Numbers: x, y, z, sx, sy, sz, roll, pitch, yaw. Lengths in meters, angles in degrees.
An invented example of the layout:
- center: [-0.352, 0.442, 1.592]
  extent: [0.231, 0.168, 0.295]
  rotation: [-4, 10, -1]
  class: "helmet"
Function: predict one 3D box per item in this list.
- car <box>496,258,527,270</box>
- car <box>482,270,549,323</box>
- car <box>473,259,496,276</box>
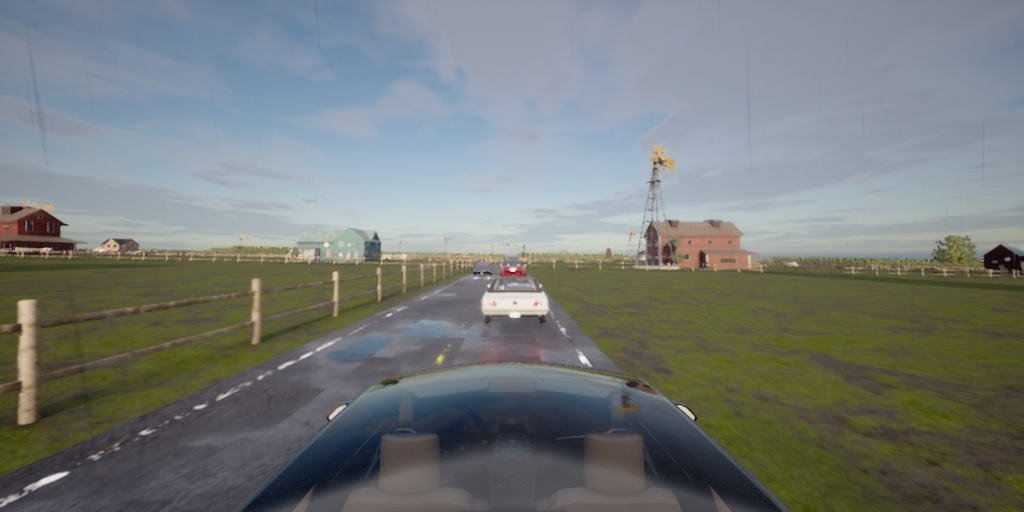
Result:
- center: [0.093, 1.068, 28.649]
  extent: [2.097, 1.767, 4.553]
  rotation: [0, 0, 0]
  class: "car"
- center: [0.093, 1.337, 12.083]
  extent: [1.895, 1.301, 4.718]
  rotation: [0, 0, 0]
  class: "car"
- center: [-2.846, 1.256, 36.429]
  extent: [2.033, 1.411, 5.357]
  rotation: [0, 0, 0]
  class: "car"
